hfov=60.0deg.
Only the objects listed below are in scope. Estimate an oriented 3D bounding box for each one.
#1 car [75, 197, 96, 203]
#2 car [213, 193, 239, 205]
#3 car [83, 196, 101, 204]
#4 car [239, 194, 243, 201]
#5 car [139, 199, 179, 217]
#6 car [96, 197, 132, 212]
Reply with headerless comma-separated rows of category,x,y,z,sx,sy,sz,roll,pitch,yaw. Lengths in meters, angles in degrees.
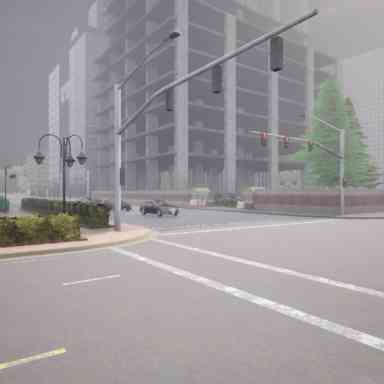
car,-14.948,1.449,46.689,1.837,1.490,4.892,0,0,-36
car,5.043,1.114,53.485,1.905,1.878,3.866,0,0,-36
car,-19.642,1.545,65.379,1.895,1.301,4.718,0,0,-36
car,7.433,1.114,55.200,1.905,1.878,3.866,0,0,-36
car,-3.043,1.436,30.278,2.128,1.511,4.902,0,0,-36
car,-8.836,1.492,38.250,2.033,1.411,5.357,0,0,-36
